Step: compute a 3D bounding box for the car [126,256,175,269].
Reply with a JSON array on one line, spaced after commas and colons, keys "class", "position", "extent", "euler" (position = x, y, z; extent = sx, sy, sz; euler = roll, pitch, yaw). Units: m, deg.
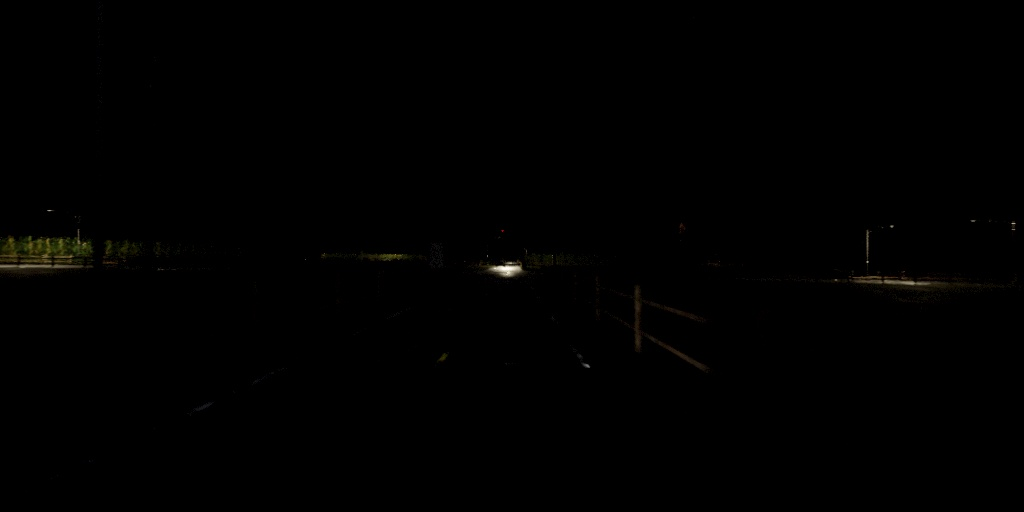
[{"class": "car", "position": [-44.583, 0.800, 44.255], "extent": [4.892, 1.490, 1.837], "euler": [1, -1, 1]}]

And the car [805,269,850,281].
[{"class": "car", "position": [41.999, 2.459, 47.800], "extent": [4.902, 1.511, 2.128], "euler": [1, -1, 1]}]
